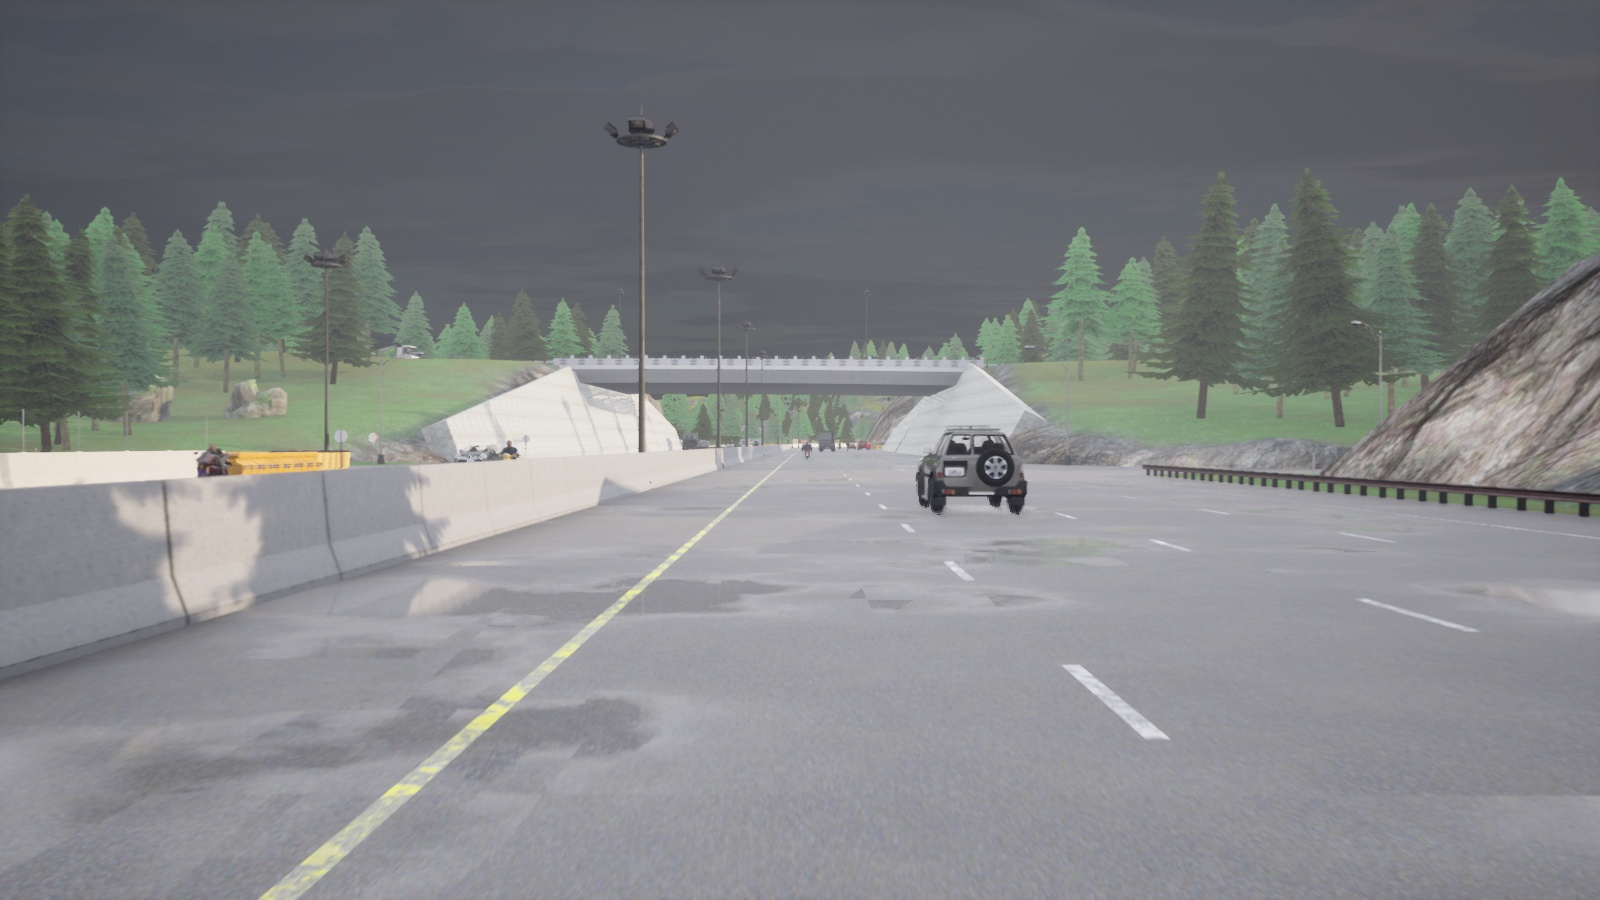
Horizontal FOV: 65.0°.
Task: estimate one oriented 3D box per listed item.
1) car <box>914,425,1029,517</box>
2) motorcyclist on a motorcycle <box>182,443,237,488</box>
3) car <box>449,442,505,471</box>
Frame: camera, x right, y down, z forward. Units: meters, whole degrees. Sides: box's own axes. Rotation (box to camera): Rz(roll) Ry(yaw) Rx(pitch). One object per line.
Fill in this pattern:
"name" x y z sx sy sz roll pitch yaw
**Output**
"car" 3.673 0.410 27.654 1.932 1.855 4.605 0 0 0
"motorcyclist on a motorcycle" -20.734 0.516 44.146 0.866 1.530 2.191 0 0 0
"car" -17.106 0.322 66.607 1.970 1.475 3.806 0 0 0
